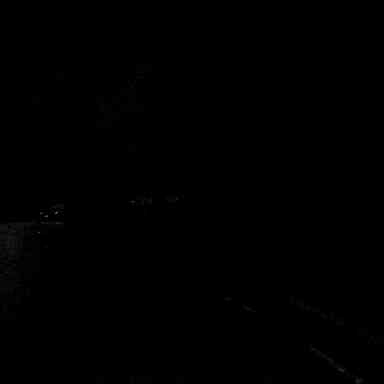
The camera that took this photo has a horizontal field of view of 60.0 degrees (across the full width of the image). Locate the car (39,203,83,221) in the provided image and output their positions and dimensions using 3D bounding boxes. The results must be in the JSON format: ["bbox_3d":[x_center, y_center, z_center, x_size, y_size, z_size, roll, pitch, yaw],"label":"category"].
[{"bbox_3d":[-11.322,1.694,29.224,1.812,1.442,4.674,-1,0,11],"label":"car"}]

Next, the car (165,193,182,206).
[{"bbox_3d":[-2.671,1.215,53.692,2.150,2.045,5.566,-1,0,12],"label":"car"}]

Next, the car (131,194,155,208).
[{"bbox_3d":[-7.166,1.301,49.667,2.150,2.045,5.566,-1,0,12],"label":"car"}]
